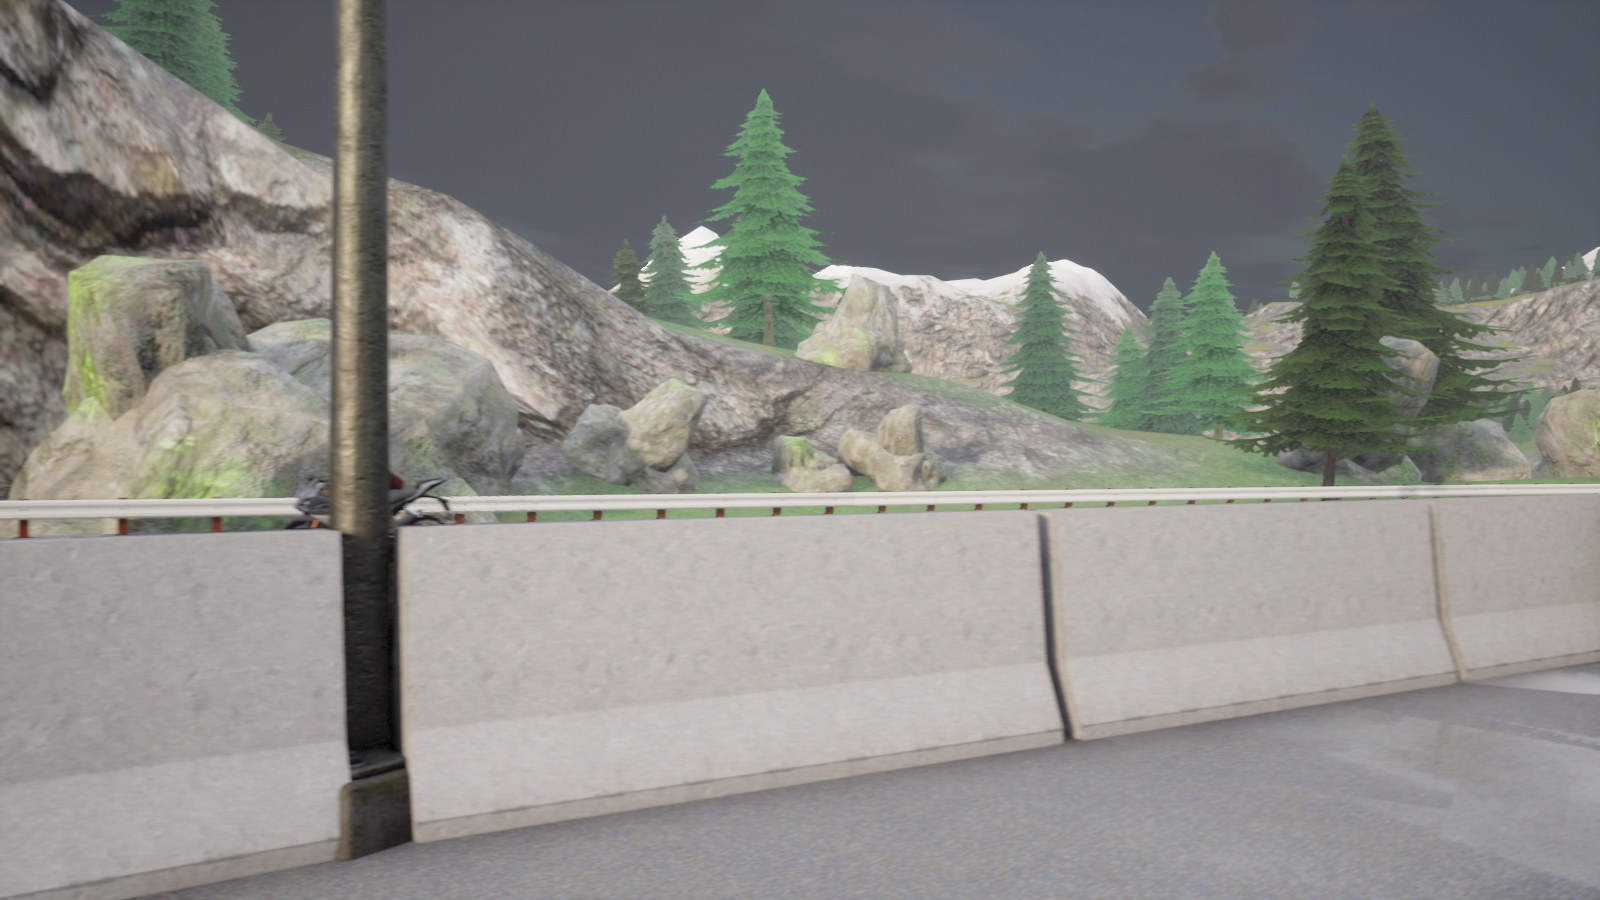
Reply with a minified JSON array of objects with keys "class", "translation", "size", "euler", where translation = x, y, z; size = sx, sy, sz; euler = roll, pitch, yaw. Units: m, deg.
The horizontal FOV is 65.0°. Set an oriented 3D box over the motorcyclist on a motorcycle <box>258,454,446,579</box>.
[{"class":"motorcyclist on a motorcycle","translation":[-5.891,0.831,16.567],"size":[2.191,1.530,0.866],"euler":[0,0,-33]}]
